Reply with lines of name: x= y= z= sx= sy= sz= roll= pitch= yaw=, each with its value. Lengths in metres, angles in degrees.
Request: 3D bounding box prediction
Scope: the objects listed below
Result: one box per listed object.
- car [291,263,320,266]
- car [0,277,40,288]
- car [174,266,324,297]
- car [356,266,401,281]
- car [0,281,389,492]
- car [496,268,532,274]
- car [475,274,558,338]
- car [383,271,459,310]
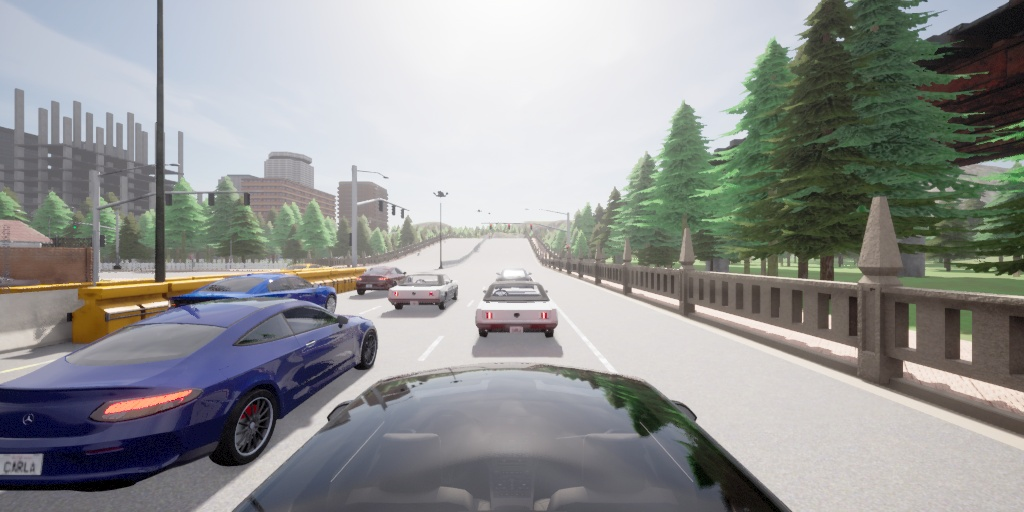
car: x=-13.989 y=1.263 z=23.883 sx=1.882 sy=1.535 sz=5.008 roll=0 pitch=0 yaw=0
car: x=-21.068 y=1.298 z=12.974 sx=2.033 sy=1.411 sz=5.357 roll=0 pitch=0 yaw=0
car: x=-6.896 y=1.228 z=10.242 sx=1.882 sy=1.535 sz=5.008 roll=0 pitch=0 yaw=0
car: x=-6.891 y=1.276 z=19.583 sx=1.812 sy=1.442 sz=4.674 roll=0 pitch=0 yaw=0
car: x=-3.397 y=1.276 z=4.784 sx=1.812 sy=1.442 sz=4.674 roll=0 pitch=0 yaw=0
car: x=0.109 y=1.314 z=18.941 sx=1.994 sy=1.385 sz=4.181 roll=0 pitch=0 yaw=0
car: x=0.105 y=1.351 z=10.189 sx=1.895 sy=1.301 sz=4.718 roll=0 pitch=0 yaw=0
car: x=-3.394 y=1.351 z=14.702 sx=1.895 sy=1.301 sz=4.718 roll=0 pitch=0 yaw=0
